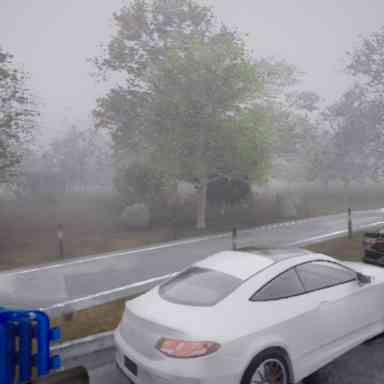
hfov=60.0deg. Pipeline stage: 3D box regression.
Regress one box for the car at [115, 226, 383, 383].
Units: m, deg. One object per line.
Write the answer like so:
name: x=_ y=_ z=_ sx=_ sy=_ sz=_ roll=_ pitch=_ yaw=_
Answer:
car: x=1.254 y=1.477 z=4.684 sx=4.674 sy=1.452 sz=2.002 roll=-3 pitch=0 yaw=-35
